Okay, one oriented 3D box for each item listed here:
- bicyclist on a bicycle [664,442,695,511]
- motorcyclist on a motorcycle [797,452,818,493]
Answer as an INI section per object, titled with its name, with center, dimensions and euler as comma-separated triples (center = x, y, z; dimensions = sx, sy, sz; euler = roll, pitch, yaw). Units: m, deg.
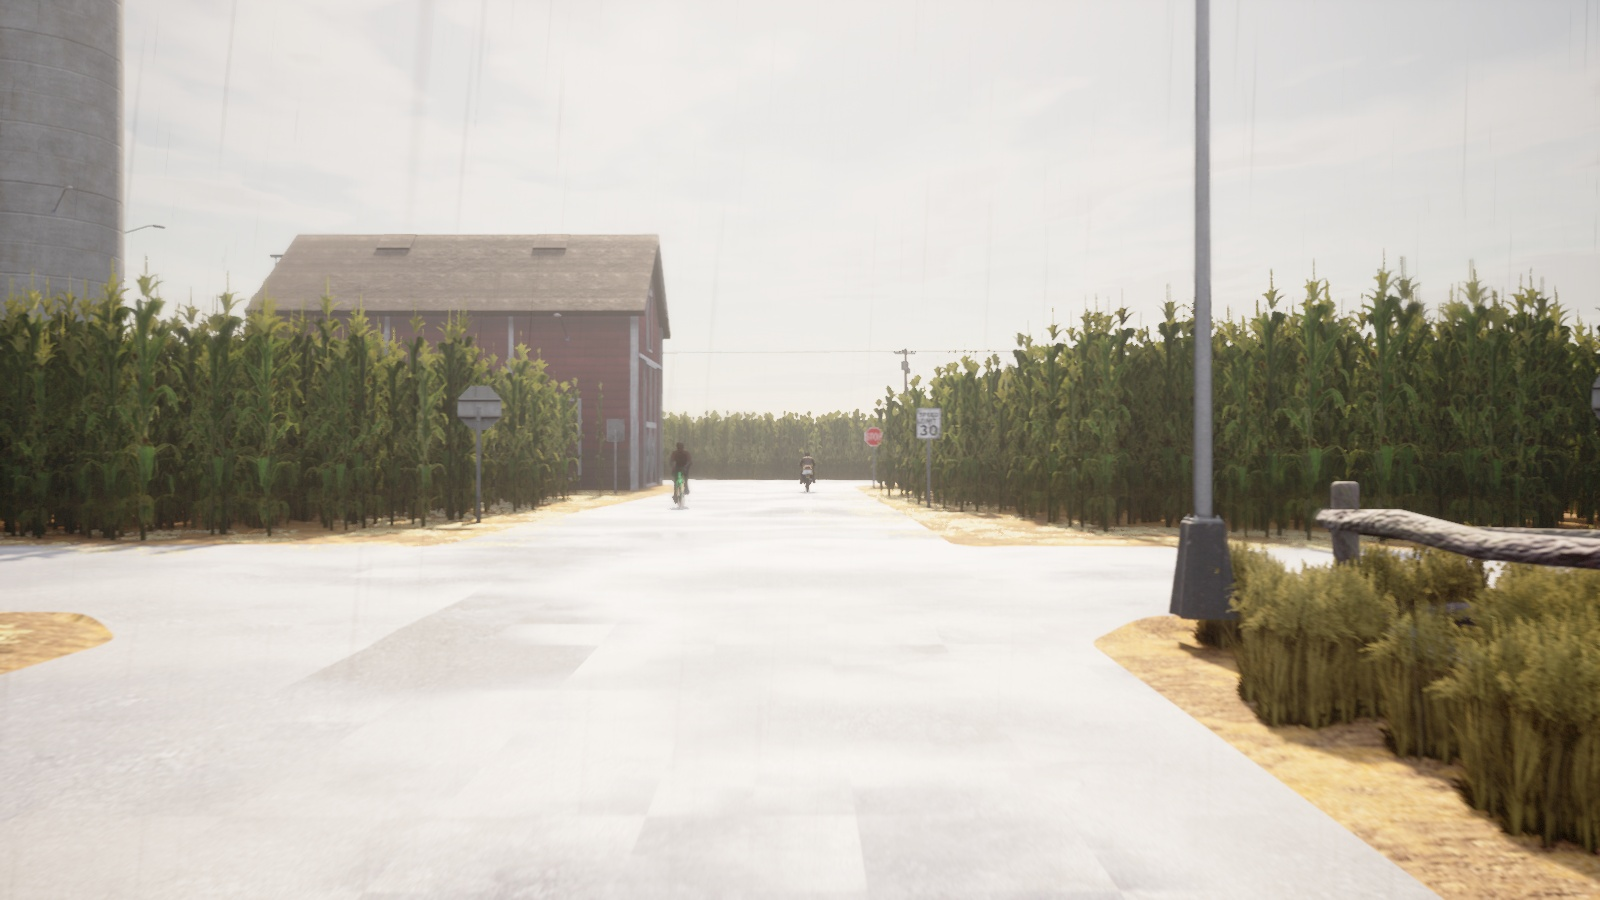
[bicyclist on a bicycle]
center = -2.912, 0.625, 30.475
dimensions = 0.582, 1.620, 1.656
euler = 0, 0, 0
[motorcyclist on a motorcycle]
center = 0.285, 0.832, 47.541
dimensions = 0.797, 1.523, 2.044
euler = 0, 0, 0
